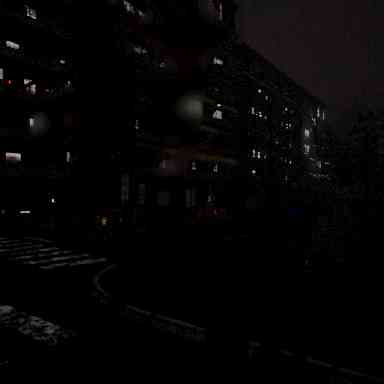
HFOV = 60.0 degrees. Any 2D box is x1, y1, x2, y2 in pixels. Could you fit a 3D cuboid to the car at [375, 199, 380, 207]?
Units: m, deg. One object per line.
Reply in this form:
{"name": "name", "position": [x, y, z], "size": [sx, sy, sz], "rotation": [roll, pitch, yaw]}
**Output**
{"name": "car", "position": [33.918, 2.104, 63.240], "size": [1.967, 1.590, 4.097], "rotation": [1, 0, 36]}

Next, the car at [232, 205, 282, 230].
{"name": "car", "position": [4.357, 1.827, 23.162], "size": [1.947, 1.339, 4.313], "rotation": [1, 0, 36]}

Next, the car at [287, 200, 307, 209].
{"name": "car", "position": [17.325, 1.974, 54.862], "size": [1.802, 1.307, 4.206], "rotation": [1, 0, 36]}

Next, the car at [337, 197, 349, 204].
{"name": "car", "position": [37.034, 2.094, 81.580], "size": [1.967, 1.590, 4.097], "rotation": [1, 0, 36]}

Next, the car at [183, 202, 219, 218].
{"name": "car", "position": [0.903, 1.712, 32.596], "size": [1.887, 1.381, 4.507], "rotation": [1, 0, 36]}

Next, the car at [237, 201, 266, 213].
{"name": "car", "position": [7.471, 1.840, 41.503], "size": [1.802, 1.307, 4.206], "rotation": [1, 0, 36]}

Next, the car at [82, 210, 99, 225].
{"name": "car", "position": [-5.667, 1.626, 23.690], "size": [2.008, 1.369, 4.403], "rotation": [1, 0, 36]}

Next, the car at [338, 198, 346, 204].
{"name": "car", "position": [33.748, 2.177, 77.126], "size": [1.947, 1.339, 4.313], "rotation": [1, 0, 36]}

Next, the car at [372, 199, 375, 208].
{"name": "car", "position": [30.632, 2.202, 58.786], "size": [1.802, 1.307, 4.206], "rotation": [1, 0, 36]}

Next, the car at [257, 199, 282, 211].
{"name": "car", "position": [10.757, 1.743, 45.956], "size": [1.967, 1.590, 4.097], "rotation": [1, 0, 36]}

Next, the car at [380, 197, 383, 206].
{"name": "car", "position": [37.202, 2.252, 67.693], "size": [1.887, 1.381, 4.507], "rotation": [1, 0, 36]}

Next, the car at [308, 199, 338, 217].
{"name": "car", "position": [14.212, 1.837, 36.522], "size": [1.967, 1.590, 4.097], "rotation": [1, 0, 36]}

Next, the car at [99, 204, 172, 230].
{"name": "car", "position": [-3.413, 1.598, 22.373], "size": [1.882, 1.535, 5.008], "rotation": [1, 0, 36]}

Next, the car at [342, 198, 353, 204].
{"name": "car", "position": [40.216, 2.220, 85.896], "size": [1.752, 1.417, 4.829], "rotation": [1, 0, 36]}

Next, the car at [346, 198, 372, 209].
{"name": "car", "position": [27.351, 1.891, 54.334], "size": [2.192, 1.841, 5.009], "rotation": [1, 0, 36]}

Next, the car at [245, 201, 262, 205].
{"name": "car", "position": [7.131, 1.760, 36.657], "size": [2.128, 1.511, 4.902], "rotation": [1, 0, 37]}

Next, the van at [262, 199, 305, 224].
{"name": "van", "position": [7.643, 1.647, 27.616], "size": [1.690, 1.788, 3.998], "rotation": [1, 0, 36]}

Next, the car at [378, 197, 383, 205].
{"name": "car", "position": [47.059, 2.151, 81.053], "size": [2.192, 1.841, 5.009], "rotation": [1, 0, 36]}
